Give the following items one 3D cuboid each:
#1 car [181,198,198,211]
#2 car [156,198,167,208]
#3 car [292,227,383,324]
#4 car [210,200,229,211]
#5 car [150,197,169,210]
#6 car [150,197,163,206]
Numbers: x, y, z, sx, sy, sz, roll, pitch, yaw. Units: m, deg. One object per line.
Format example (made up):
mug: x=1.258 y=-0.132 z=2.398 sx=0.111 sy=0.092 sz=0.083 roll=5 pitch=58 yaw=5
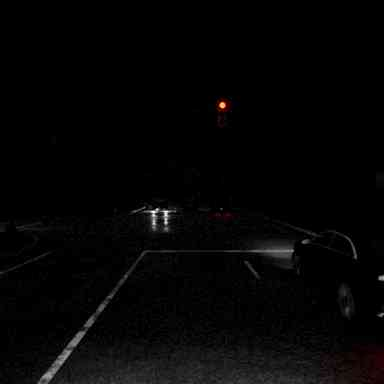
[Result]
car: x=-0.336 y=1.540 z=42.640 sx=1.882 sy=1.535 sz=5.008 roll=0 pitch=-1 yaw=-3
car: x=-5.033 y=1.763 z=54.582 sx=1.812 sy=1.442 sz=4.674 roll=0 pitch=-1 yaw=-7
car: x=3.583 y=1.489 z=7.100 sx=2.128 sy=1.511 sz=4.902 roll=0 pitch=0 yaw=1
car: x=3.274 y=1.642 z=40.464 sx=1.895 sy=1.301 sz=4.718 roll=0 pitch=0 yaw=-2
car: x=-4.071 y=1.592 z=42.803 sx=1.812 sy=1.442 sz=4.674 roll=0 pitch=-1 yaw=-3
car: x=-7.394 y=1.908 z=68.975 sx=2.097 sy=1.767 sz=4.553 roll=0 pitch=-1 yaw=-13
